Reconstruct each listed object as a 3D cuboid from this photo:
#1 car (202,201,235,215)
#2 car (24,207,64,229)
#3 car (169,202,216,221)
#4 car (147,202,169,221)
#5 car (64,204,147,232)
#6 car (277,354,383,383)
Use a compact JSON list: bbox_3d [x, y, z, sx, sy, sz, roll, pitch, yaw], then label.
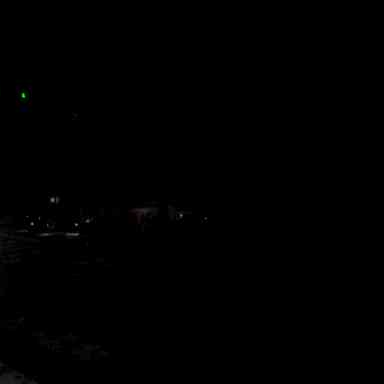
[{"bbox_3d":[3.142,1.798,38.738,1.994,1.385,4.181,1,0,35],"label":"car"},{"bbox_3d":[-8.542,1.661,22.229,1.895,1.301,4.718,1,0,35],"label":"car"},{"bbox_3d":[0.534,1.692,29.426,2.128,1.511,4.902,1,0,35],"label":"car"},{"bbox_3d":[-3.406,1.662,29.486,1.812,1.442,4.674,1,0,35],"label":"car"},{"bbox_3d":[-5.328,1.640,21.139,1.812,1.442,4.674,1,0,35],"label":"car"},{"bbox_3d":[2.409,1.545,1.243,4.507,1.381,1.887,0,1,35],"label":"car"}]
